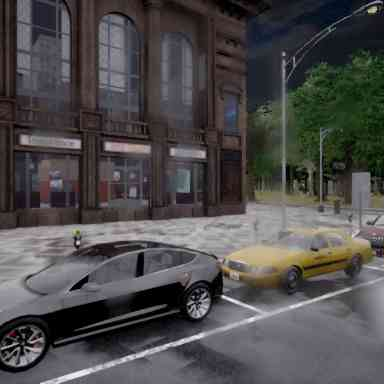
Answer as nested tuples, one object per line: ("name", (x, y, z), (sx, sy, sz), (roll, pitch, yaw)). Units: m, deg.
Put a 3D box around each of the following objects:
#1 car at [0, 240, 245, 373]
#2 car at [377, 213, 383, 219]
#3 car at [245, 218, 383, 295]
("car", (-1.396, 1.566, 5.653), (4.313, 1.339, 1.947), (0, 0, -36))
("car", (7.453, 1.441, 11.974), (4.097, 1.590, 1.967), (0, 0, -36))
("car", (2.891, 1.525, 8.715), (4.829, 1.417, 1.752), (0, 0, -36))
